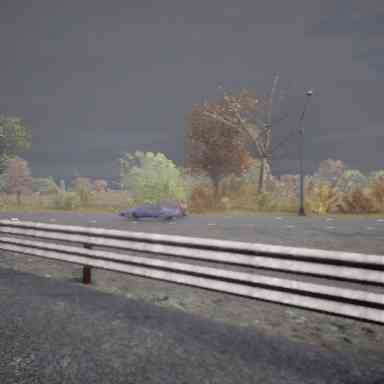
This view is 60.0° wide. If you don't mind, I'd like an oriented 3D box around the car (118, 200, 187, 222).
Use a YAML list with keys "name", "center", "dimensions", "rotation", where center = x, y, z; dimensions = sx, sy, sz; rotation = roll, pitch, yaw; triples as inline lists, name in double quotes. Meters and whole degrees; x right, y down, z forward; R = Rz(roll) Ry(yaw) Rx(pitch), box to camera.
- name: "car"
  center: [-3.506, 1.657, 28.300]
  dimensions: [5.357, 1.411, 2.033]
  rotation: [0, 0, 13]

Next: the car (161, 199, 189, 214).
- name: "car"
  center: [-2.666, 1.460, 31.697]
  dimensions: [4.553, 1.767, 2.097]
  rotation: [0, 0, 13]
